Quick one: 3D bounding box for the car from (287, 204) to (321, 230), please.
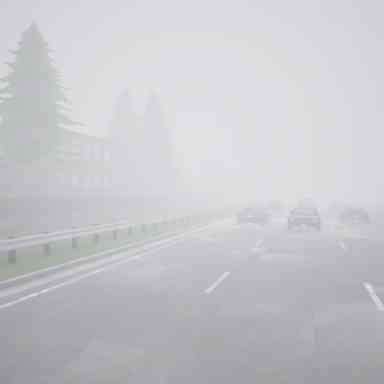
[{"bbox_3d":[7.282,1.664,21.560,1.895,1.301,4.718,0,0,19],"label":"car"}]

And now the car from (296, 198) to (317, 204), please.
[{"bbox_3d":[12.695,1.461,36.868,2.097,1.767,4.553,0,0,19],"label":"car"}]

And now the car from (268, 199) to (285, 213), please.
[{"bbox_3d":[9.528,1.608,38.419,1.837,1.490,4.892,0,0,19],"label":"car"}]

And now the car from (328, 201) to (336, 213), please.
[{"bbox_3d":[17.106,1.689,38.864,1.994,1.385,4.181,0,0,20],"label":"car"}]

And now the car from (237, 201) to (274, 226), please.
[{"bbox_3d":[4.628,1.624,24.556,1.994,1.385,4.181,0,0,19],"label":"car"}]

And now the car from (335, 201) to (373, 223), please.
[{"bbox_3d":[12.586,1.613,26.088,1.812,1.442,4.674,0,0,19],"label":"car"}]

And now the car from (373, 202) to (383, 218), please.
[{"bbox_3d":[18.101,1.639,31.190,1.812,1.442,4.674,0,0,19],"label":"car"}]
